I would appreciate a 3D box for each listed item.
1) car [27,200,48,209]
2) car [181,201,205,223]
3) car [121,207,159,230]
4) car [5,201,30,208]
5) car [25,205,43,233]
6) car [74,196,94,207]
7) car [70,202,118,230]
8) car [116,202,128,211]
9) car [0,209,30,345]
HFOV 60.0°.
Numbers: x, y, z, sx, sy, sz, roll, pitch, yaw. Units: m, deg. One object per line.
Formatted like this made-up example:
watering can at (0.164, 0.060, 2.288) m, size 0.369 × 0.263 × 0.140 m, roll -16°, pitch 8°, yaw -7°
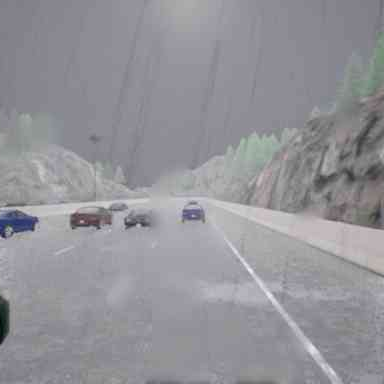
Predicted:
car at (-27.984, 2.220, 60.418) m, size 1.994 × 1.385 × 4.181 m, roll 0°, pitch -1°, yaw 0°
car at (0.110, 1.796, 28.954) m, size 1.882 × 1.535 × 5.008 m, roll 0°, pitch -1°, yaw 0°
car at (-3.394, 1.856, 23.311) m, size 1.895 × 1.301 × 4.718 m, roll 0°, pitch -1°, yaw 0°
car at (-31.480, 2.236, 60.143) m, size 1.895 × 1.301 × 4.718 m, roll 0°, pitch -1°, yaw 0°
car at (-10.393, 1.679, 18.648) m, size 1.882 × 1.535 × 5.008 m, roll 0°, pitch -1°, yaw 0°
car at (-20.979, 1.888, 64.857) m, size 2.150 × 2.045 × 5.566 m, roll 0°, pitch -1°, yaw 0°
car at (-6.893, 1.731, 23.286) m, size 1.882 × 1.535 × 5.008 m, roll 0°, pitch 0°, yaw 0°
car at (-10.382, 2.079, 47.276) m, size 1.994 × 1.385 × 4.181 m, roll 0°, pitch -1°, yaw 0°
car at (-3.401, 1.241, 1.894) m, size 2.150 × 2.045 × 5.566 m, roll 0°, pitch -1°, yaw 0°
